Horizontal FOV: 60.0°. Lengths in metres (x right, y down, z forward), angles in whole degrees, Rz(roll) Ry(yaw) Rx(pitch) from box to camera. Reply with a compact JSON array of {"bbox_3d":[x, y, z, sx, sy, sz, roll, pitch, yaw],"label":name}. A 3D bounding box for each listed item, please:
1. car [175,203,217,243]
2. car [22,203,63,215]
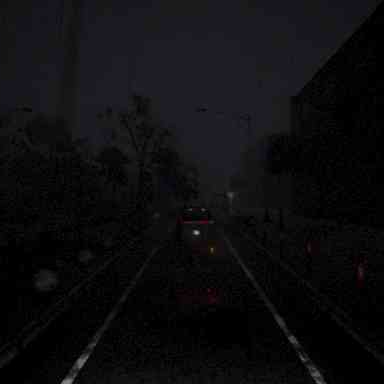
[{"bbox_3d":[0.206,1.519,16.378,2.128,1.511,4.902,0,0,0],"label":"car"},{"bbox_3d":[-19.587,2.230,43.753,4.902,1.511,2.128,1,-3,-37],"label":"car"}]
